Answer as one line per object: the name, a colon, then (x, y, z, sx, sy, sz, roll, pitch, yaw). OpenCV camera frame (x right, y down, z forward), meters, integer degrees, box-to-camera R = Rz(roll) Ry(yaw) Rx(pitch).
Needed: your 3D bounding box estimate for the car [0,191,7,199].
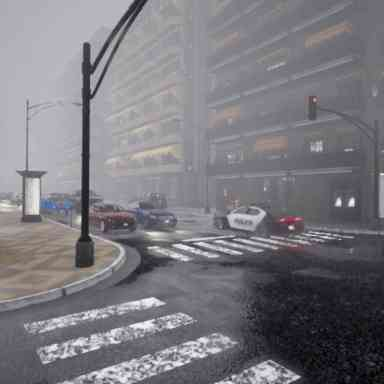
car: (-34.146, 0.469, 58.907, 1.887, 1.381, 4.507, 2, 0, -36)

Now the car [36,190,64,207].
car: (-16.809, 0.710, 39.237, 2.097, 1.767, 4.553, 1, 0, -35)

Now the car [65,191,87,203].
car: (-17.440, 0.709, 50.021, 1.967, 1.590, 4.097, 2, 0, -36)

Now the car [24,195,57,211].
car: (-14.342, 0.996, 31.344, 1.887, 1.381, 4.507, 2, 0, -36)

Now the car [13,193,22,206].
car: (-17.643, 0.908, 35.937, 1.887, 1.381, 4.507, 2, 0, -36)

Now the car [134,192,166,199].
car: (-4.234, 0.936, 31.645, 2.192, 1.841, 5.009, 2, 0, -36)

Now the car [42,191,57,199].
car: (-27.444, 0.529, 63.941, 1.752, 1.417, 4.829, 2, 0, -36)

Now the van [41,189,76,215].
van: (-11.036, 0.881, 26.750, 1.690, 1.788, 3.998, 2, 0, -36)

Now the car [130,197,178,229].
car: (-2.678, 1.257, 19.528, 1.812, 1.442, 4.674, 1, 1, -36)

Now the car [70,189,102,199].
car: (-9.423, 0.774, 28.929, 2.150, 2.045, 5.566, 1, 0, -35)

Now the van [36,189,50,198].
van: (-30.640, 0.259, 68.397, 1.690, 1.788, 3.998, 2, 0, -36)

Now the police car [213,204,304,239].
police car: (3.067, 1.372, 16.838, 2.038, 1.542, 4.974, 1, 1, -36)

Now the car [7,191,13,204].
car: (-20.844, 0.804, 40.394, 1.752, 1.417, 4.829, 2, 0, -36)

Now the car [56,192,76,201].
car: (-20.744, 0.747, 54.615, 1.947, 1.339, 4.313, 2, 0, -36)

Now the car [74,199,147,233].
car: (-4.441, 1.260, 17.562, 1.887, 1.381, 4.507, 2, 0, -36)

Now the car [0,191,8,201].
car: (-27.541, 0.540, 49.719, 1.967, 1.590, 4.097, 2, 0, -36)
